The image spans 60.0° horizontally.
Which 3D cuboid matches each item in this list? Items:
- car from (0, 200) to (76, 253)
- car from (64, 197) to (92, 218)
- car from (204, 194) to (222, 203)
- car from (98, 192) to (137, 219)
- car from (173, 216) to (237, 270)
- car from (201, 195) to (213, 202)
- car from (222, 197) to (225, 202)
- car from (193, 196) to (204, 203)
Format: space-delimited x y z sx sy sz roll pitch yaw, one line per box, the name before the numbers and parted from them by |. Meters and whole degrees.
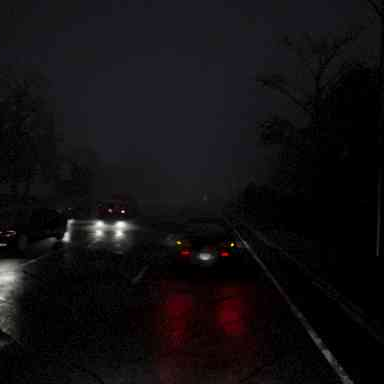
car | -6.552 1.266 12.930 1.882 1.535 5.008 2 0 2
car | -9.549 1.197 26.816 2.128 1.511 4.902 2 0 2
car | 4.985 1.575 77.904 2.150 2.045 5.566 2 0 12
car | -6.006 1.027 27.654 2.150 2.045 5.566 2 0 2
car | 0.456 1.524 10.974 1.812 1.442 4.674 2 0 3
car | 4.002 1.681 88.645 2.097 1.767 4.553 2 0 17
car | 7.501 1.985 88.167 2.033 1.411 5.357 2 0 17
car | 1.574 1.782 78.760 2.128 1.511 4.902 2 0 12
